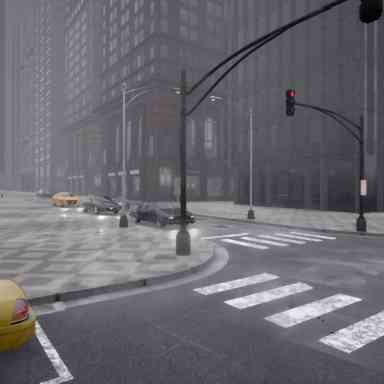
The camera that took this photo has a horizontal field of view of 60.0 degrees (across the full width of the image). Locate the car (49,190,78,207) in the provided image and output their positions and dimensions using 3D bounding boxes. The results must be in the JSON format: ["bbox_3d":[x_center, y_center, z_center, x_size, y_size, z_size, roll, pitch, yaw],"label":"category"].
[{"bbox_3d":[-13.881,0.799,36.621,1.882,1.535,5.008,0,1,-35],"label":"car"}]

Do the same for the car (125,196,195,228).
[{"bbox_3d":[-2.014,1.237,20.193,2.033,1.411,5.357,0,1,-36],"label":"car"}]

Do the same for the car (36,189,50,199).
[{"bbox_3d":[-26.188,0.256,59.078,2.097,1.767,4.553,0,1,-36],"label":"car"}]

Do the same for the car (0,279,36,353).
[{"bbox_3d":[-4.366,1.525,3.530,4.829,1.417,1.752,0,0,-36],"label":"car"}]

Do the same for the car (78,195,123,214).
[{"bbox_3d":[-7.784,1.012,28.176,1.837,1.490,4.892,0,1,-36],"label":"car"}]
